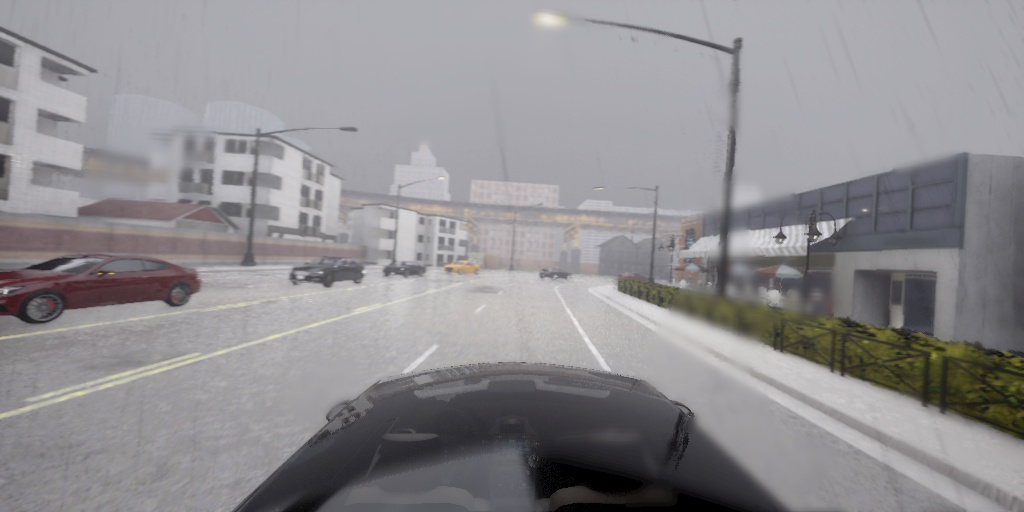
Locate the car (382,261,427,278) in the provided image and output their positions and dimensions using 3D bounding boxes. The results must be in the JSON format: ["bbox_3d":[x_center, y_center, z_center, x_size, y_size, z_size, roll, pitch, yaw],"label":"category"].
[{"bbox_3d":[-8.684,1.058,29.278,1.895,1.301,4.718,4,-1,8],"label":"car"}]

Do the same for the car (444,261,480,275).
[{"bbox_3d":[-5.455,1.272,39.659,1.882,1.535,5.008,4,-1,29],"label":"car"}]

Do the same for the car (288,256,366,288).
[{"bbox_3d":[-9.628,0.770,19.121,2.128,1.511,4.902,4,-1,5],"label":"car"}]

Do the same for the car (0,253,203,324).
[{"bbox_3d":[-10.346,0.642,8.962,1.812,1.442,4.674,4,-1,4],"label":"car"}]

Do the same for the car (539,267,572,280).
[{"bbox_3d":[5.185,2.064,42.470,1.837,1.490,4.892,3,-1,41],"label":"car"}]

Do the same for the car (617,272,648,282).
[{"bbox_3d":[16.688,2.951,49.373,4.674,1.442,1.812,4,-1,-18],"label":"car"}]
